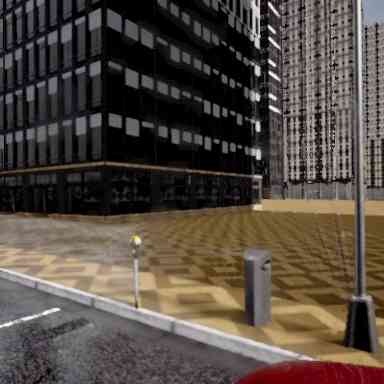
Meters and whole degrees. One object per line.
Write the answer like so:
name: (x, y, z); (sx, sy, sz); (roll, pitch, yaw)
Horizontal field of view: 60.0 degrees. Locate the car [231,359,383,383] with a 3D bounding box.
car: (1.994, 1.589, 1.468); (4.206, 1.307, 1.802); (1, -1, 36)
